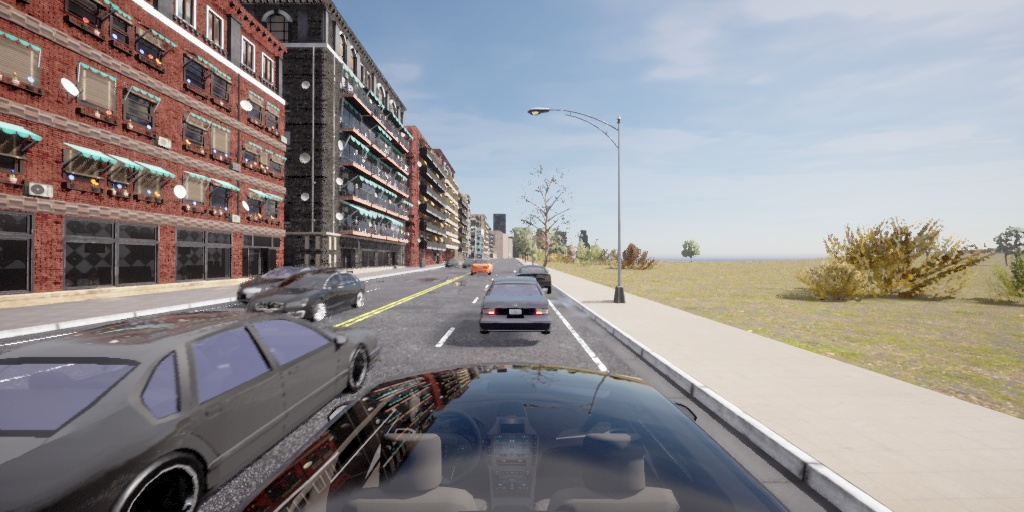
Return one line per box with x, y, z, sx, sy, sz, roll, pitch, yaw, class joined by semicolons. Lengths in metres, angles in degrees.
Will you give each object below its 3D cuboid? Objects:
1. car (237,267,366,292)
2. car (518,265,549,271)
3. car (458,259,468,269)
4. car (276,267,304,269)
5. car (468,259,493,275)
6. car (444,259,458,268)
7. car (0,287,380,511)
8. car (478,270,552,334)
-6.611;1.256;12.136;1.837;1.490;4.892;0;0;0;car
1.119;1.230;20.327;1.882;1.535;5.008;0;0;0;car
-6.640;1.255;55.525;1.837;1.490;4.892;0;0;0;car
-9.864;1.243;16.010;2.128;1.511;4.902;0;0;0;car
-3.184;1.105;38.577;2.097;1.767;4.553;0;0;0;car
-9.884;1.256;59.091;1.837;1.490;4.892;0;0;0;car
-3.155;1.298;3.648;2.033;1.411;5.357;0;0;0;car
0.094;1.299;10.564;2.033;1.411;5.357;0;0;0;car
